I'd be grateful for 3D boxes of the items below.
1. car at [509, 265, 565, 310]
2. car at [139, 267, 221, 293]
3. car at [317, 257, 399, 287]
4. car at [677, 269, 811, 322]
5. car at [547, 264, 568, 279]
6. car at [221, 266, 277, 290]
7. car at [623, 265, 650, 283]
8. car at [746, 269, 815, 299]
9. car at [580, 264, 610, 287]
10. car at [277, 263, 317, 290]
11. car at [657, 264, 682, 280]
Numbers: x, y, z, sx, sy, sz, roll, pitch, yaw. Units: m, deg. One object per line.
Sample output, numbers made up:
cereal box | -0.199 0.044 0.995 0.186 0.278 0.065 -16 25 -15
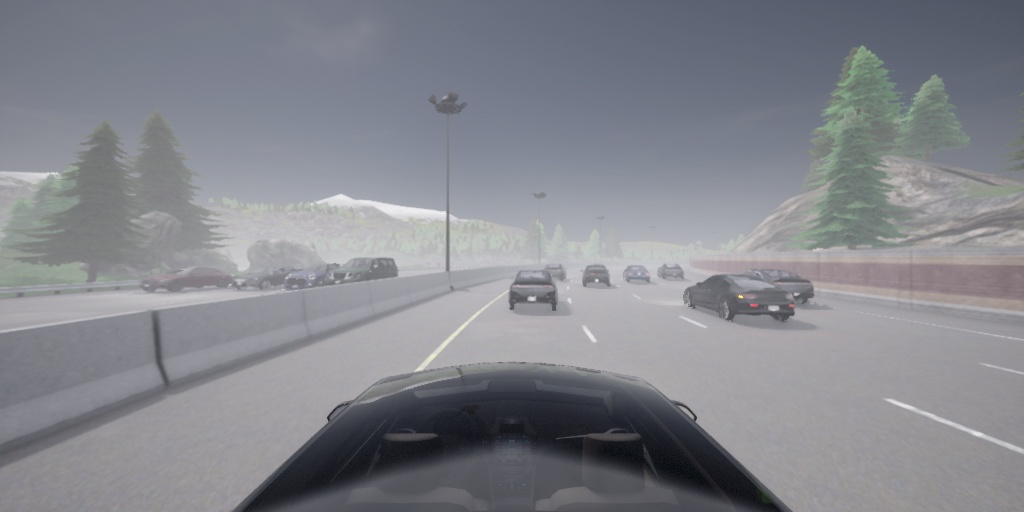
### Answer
car | 0.957 1.325 15.174 2.128 1.511 4.902 0 0 6
car | -19.592 1.373 21.858 1.812 1.442 4.674 0 -1 8
car | -8.969 1.086 22.042 2.150 2.045 5.566 0 -1 8
car | 7.728 1.352 12.602 1.812 1.442 4.674 0 0 5
car | 3.978 1.437 32.922 2.128 1.511 4.902 0 0 13
car | -15.807 1.396 23.686 2.128 1.511 4.902 0 0 8
car | 10.570 1.487 30.614 2.033 1.411 5.357 0 0 13
car | 11.711 1.349 16.799 2.128 1.511 4.902 0 0 7
car | 6.204 1.415 26.667 1.837 1.490 4.892 0 0 11
car | -12.340 1.237 23.205 2.097 1.767 4.553 0 0 8
car | 15.184 1.461 34.481 2.128 1.511 4.902 0 0 15
